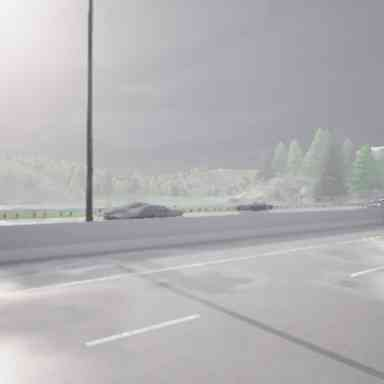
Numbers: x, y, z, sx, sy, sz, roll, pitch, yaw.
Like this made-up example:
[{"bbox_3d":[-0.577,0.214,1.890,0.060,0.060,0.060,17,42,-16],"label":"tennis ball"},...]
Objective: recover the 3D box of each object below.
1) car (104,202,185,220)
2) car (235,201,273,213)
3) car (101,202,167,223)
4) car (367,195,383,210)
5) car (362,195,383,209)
[{"bbox_3d":[-3.063,1.606,23.296,5.357,1.411,2.033,0,0,-35],"label":"car"},{"bbox_3d":[7.360,1.752,39.304,4.718,1.301,1.895,0,0,-35],"label":"car"},{"bbox_3d":[-4.567,1.568,26.517,4.892,1.490,1.837,0,0,-35],"label":"car"},{"bbox_3d":[29.057,1.517,50.398,5.566,2.045,2.150,0,0,-35],"label":"car"},{"bbox_3d":[20.087,1.543,35.457,4.553,1.767,2.097,0,0,-35],"label":"car"}]
